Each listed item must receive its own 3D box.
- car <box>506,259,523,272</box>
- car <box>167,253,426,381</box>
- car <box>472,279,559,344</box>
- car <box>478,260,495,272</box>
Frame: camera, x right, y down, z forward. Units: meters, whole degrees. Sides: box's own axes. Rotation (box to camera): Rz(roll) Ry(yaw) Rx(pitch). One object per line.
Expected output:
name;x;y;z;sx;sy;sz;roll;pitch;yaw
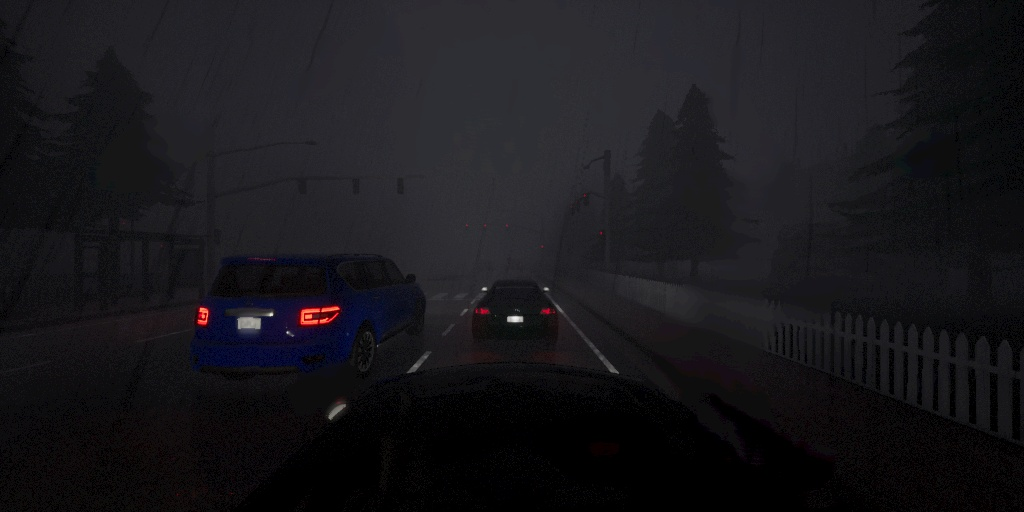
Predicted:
car;0.285;1.102;45.629;2.097;1.767;4.553;0;0;0
car;-3.403;0.972;7.356;2.150;2.045;5.566;0;0;0
car;0.090;1.314;9.635;1.994;1.385;4.181;0;0;1
car;-3.218;1.242;45.602;2.128;1.511;4.902;0;0;1
